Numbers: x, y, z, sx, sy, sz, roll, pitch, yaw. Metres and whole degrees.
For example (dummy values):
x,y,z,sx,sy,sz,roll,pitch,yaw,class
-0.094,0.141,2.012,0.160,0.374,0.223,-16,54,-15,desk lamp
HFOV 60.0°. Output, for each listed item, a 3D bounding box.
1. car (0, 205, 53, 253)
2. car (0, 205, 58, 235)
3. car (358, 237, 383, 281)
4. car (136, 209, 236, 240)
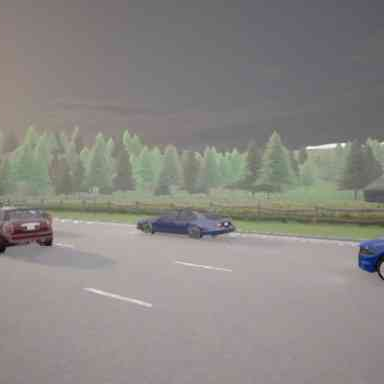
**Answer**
x,y,z,sx,sy,sz,roll,pitch,yaw,class
-7.866,1.380,13.902,4.553,1.767,2.097,0,0,36,car
-10.171,1.564,19.843,4.674,1.442,1.812,0,0,35,car
6.685,1.475,7.820,5.008,1.535,1.882,0,0,36,car
-0.429,1.567,17.196,5.357,1.411,2.033,0,0,36,car
